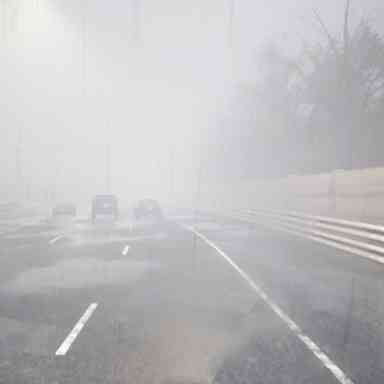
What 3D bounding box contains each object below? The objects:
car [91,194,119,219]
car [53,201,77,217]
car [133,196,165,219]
[{"bbox_3d":[-7.543,1.211,28.871,2.150,2.045,5.566,0,0,-15],"label":"car"},{"bbox_3d":[-12.050,1.578,31.619,1.994,1.385,4.181,0,0,-17],"label":"car"},{"bbox_3d":[-3.940,1.318,28.725,2.097,1.767,4.553,0,0,-15],"label":"car"}]
